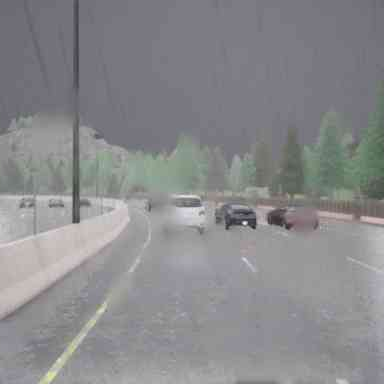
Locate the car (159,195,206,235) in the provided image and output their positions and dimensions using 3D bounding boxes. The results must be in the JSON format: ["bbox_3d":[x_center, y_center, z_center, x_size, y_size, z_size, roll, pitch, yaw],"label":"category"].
[{"bbox_3d":[-0.563,1.191,18.678,2.150,2.045,5.566,0,0,-6],"label":"car"}]

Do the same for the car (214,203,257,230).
[{"bbox_3d":[2.648,1.468,20.982,1.837,1.490,4.892,0,0,-7],"label":"car"}]

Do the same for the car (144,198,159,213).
[{"bbox_3d":[-3.966,1.442,35.994,1.837,1.490,4.892,0,-1,-16],"label":"car"}]

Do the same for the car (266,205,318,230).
[{"bbox_3d":[6.166,1.528,20.902,1.994,1.385,4.181,0,0,-7],"label":"car"}]
